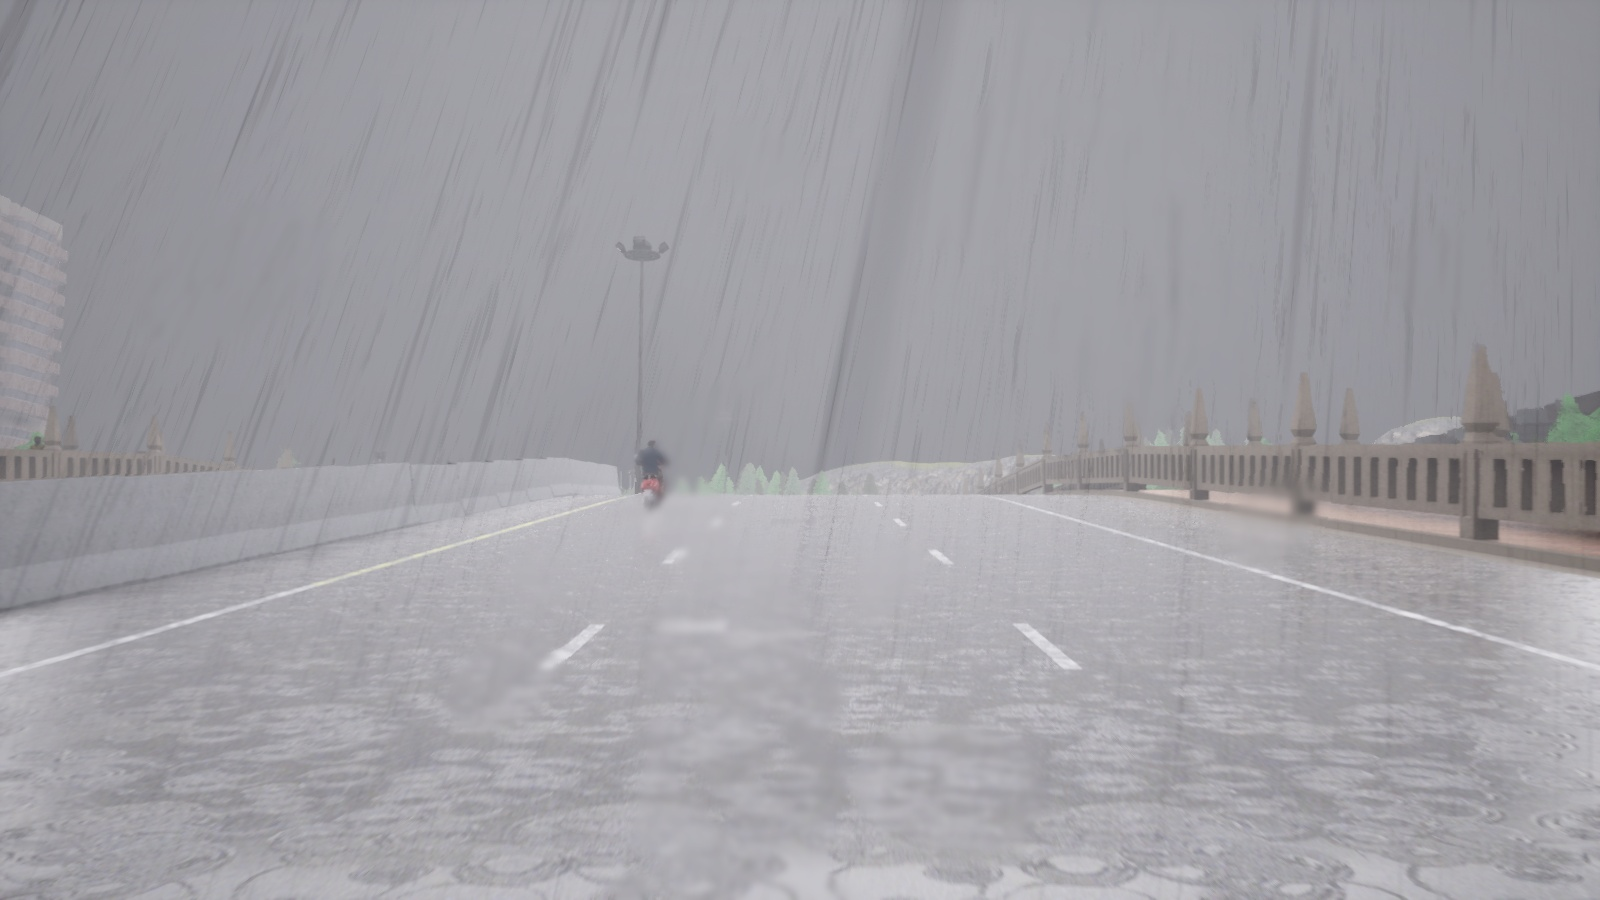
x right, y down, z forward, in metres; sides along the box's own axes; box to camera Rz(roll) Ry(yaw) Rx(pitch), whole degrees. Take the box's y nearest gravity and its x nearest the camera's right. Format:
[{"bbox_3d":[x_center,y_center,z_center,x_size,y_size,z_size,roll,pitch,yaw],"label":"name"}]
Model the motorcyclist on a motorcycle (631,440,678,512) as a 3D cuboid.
[{"bbox_3d":[-3.318,0.576,28.797,0.866,1.590,1.817,0,0,0],"label":"motorcyclist on a motorcycle"}]
